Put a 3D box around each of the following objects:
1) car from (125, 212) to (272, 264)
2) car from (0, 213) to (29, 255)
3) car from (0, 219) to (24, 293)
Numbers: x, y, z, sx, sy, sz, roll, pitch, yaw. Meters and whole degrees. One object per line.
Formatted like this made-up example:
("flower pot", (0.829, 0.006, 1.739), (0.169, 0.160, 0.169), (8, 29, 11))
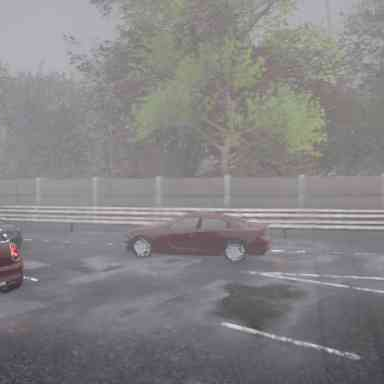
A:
("car", (0.153, 1.443, 11.417), (5.008, 1.535, 1.882), (0, 0, 14))
("car", (-8.608, 1.551, 12.954), (4.181, 1.385, 1.994), (0, 0, 28))
("car", (-5.924, 1.348, 7.462), (4.553, 1.767, 2.097), (0, 0, 31))
